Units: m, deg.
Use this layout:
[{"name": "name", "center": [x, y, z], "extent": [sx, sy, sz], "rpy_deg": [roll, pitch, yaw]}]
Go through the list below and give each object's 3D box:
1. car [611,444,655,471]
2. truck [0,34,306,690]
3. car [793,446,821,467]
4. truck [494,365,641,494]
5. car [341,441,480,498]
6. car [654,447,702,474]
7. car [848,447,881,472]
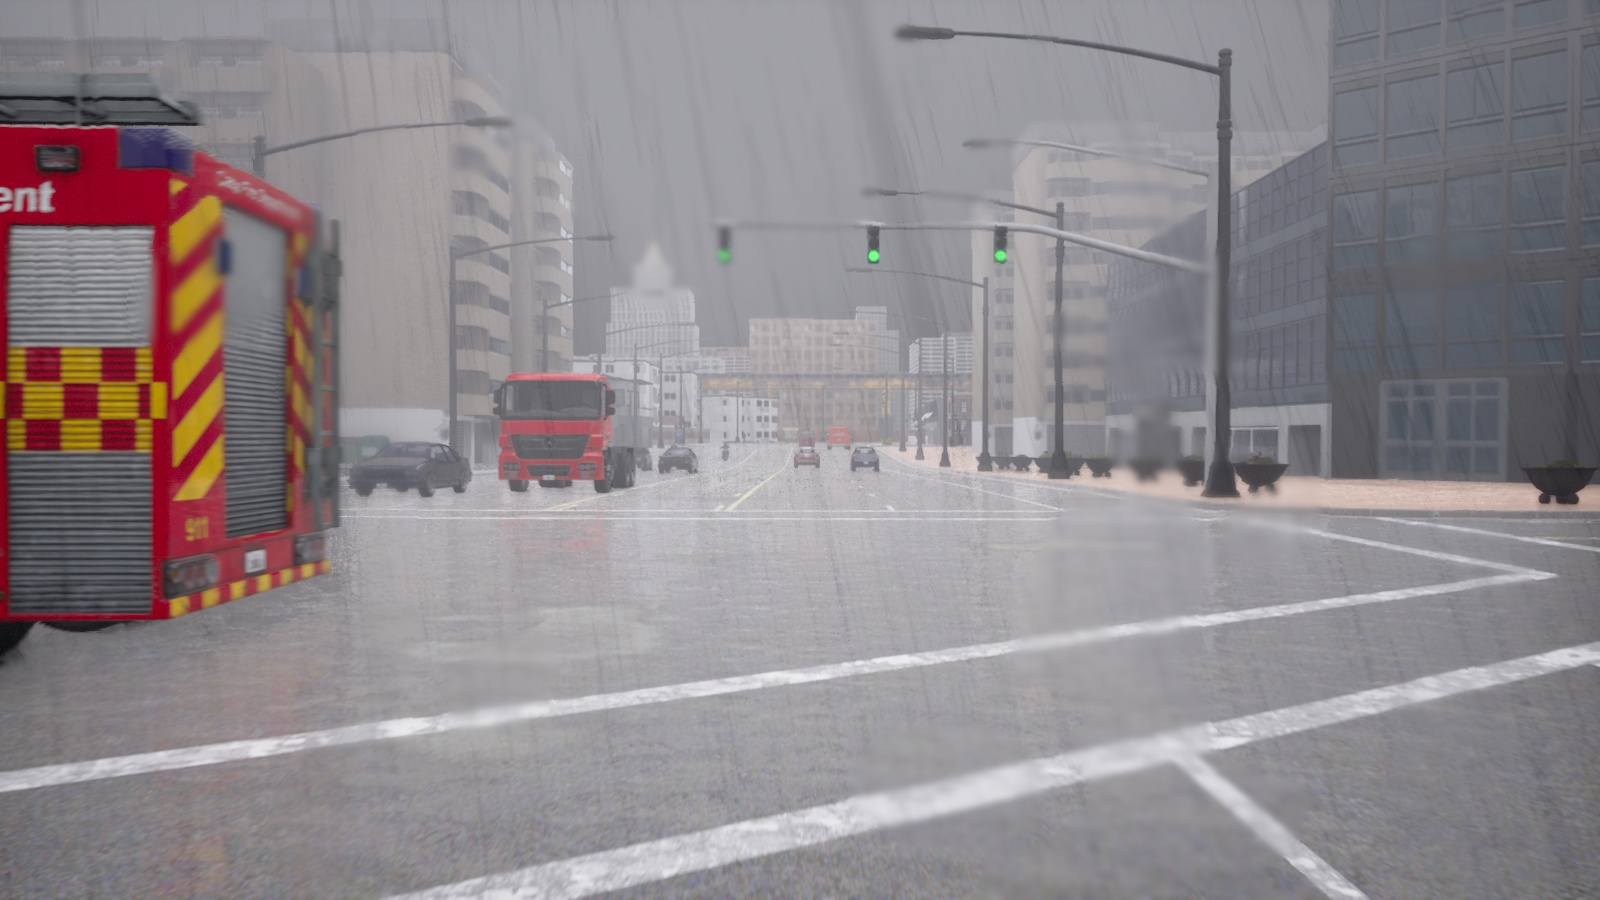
[{"name": "car", "center": [-10.067, 0.444, 76.059], "extent": [2.007, 1.525, 4.514], "rpy_deg": [0, 0, 0]}, {"name": "truck", "center": [-8.212, -0.532, 8.639], "extent": [8.468, 3.827, 2.891], "rpy_deg": [0, 0, -2]}, {"name": "car", "center": [0.515, 0.478, 91.103], "extent": [1.970, 1.475, 3.806], "rpy_deg": [0, 1, 0]}, {"name": "truck", "center": [-6.771, -0.546, 37.789], "extent": [2.891, 3.462, 7.936], "rpy_deg": [0, 0, 0]}, {"name": "car", "center": [-10.296, 0.473, 33.699], "extent": [2.033, 1.411, 5.357], "rpy_deg": [0, 0, 0]}, {"name": "car", "center": [-6.609, 0.541, 68.482], "extent": [2.033, 1.411, 5.357], "rpy_deg": [0, 0, 0]}, {"name": "car", "center": [3.937, 0.569, 76.871], "extent": [1.845, 1.501, 3.633], "rpy_deg": [0, 0, 0]}]
